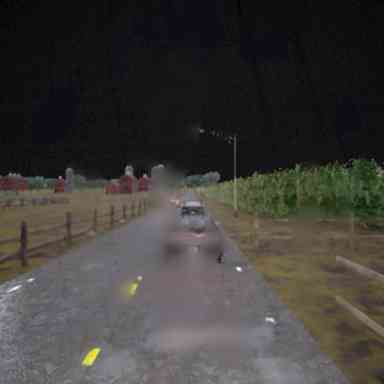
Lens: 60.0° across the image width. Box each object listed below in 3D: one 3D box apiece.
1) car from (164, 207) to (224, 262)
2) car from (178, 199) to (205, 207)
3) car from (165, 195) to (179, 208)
[{"bbox_3d":[0.067,1.500,12.078,2.128,1.511,4.902,0,0,0],"label":"car"},{"bbox_3d":[0.072,1.495,28.588,1.882,1.535,5.008,0,0,0],"label":"car"},{"bbox_3d":[-2.835,1.378,49.436,2.097,1.767,4.553,0,0,0],"label":"car"}]
